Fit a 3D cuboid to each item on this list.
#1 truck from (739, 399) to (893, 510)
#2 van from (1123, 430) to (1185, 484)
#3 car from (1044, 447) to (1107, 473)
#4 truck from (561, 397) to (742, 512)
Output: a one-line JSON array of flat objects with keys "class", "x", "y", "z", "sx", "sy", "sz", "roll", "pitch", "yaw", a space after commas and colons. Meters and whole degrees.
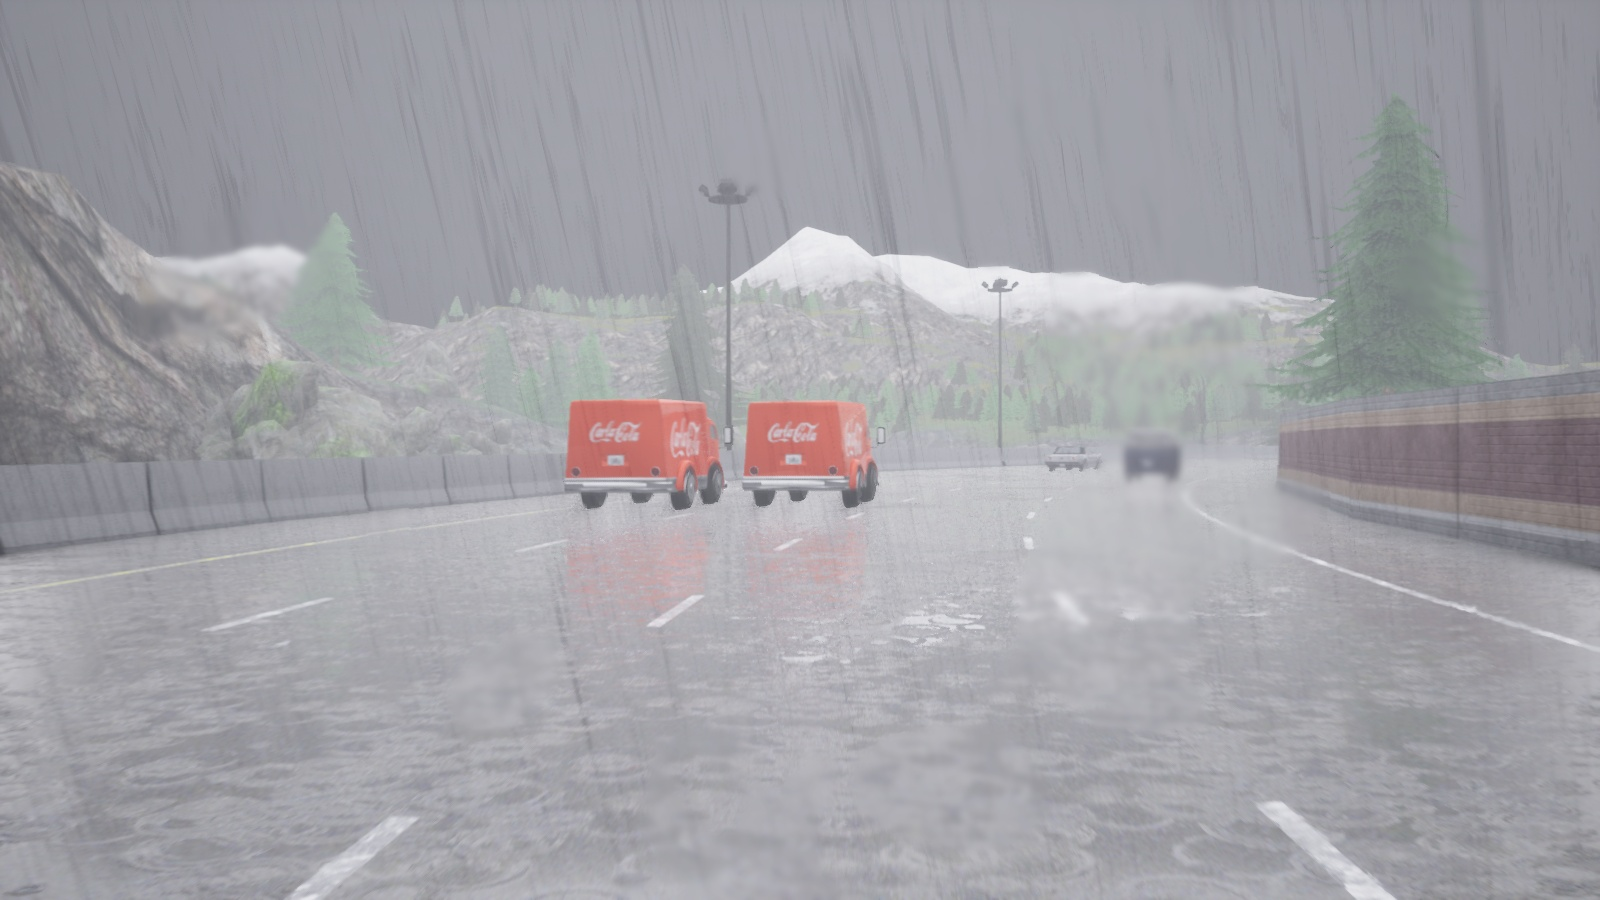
[{"class": "truck", "x": 0.516, "y": 0.087, "z": 30.768, "sx": 2.627, "sy": 2.467, "sz": 5.204, "roll": 0, "pitch": 0, "yaw": 14}, {"class": "van", "x": 13.580, "y": 0.241, "z": 48.046, "sx": 1.775, "sy": 1.987, "sz": 4.442, "roll": 0, "pitch": 0, "yaw": 22}, {"class": "car", "x": 14.517, "y": 0.488, "z": 65.917, "sx": 1.895, "sy": 1.301, "sz": 4.718, "roll": 0, "pitch": 0, "yaw": 30}, {"class": "truck", "x": -3.348, "y": 0.089, "z": 29.671, "sx": 2.627, "sy": 2.467, "sz": 5.204, "roll": 0, "pitch": 0, "yaw": 13}]
